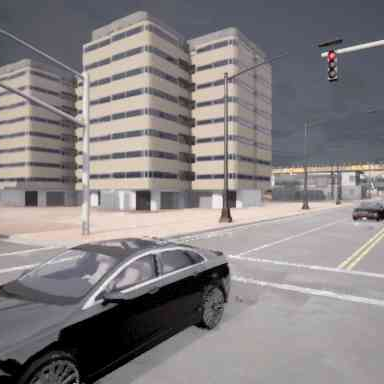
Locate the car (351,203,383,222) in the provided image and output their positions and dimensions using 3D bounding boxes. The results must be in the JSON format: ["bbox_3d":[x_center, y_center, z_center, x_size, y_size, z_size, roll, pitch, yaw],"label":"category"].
[{"bbox_3d":[14.105,1.547,26.419,2.033,1.411,5.357,0,0,35],"label":"car"}]

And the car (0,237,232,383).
[{"bbox_3d":[-1.181,1.495,4.812,2.128,1.511,4.902,0,0,35],"label":"car"}]
